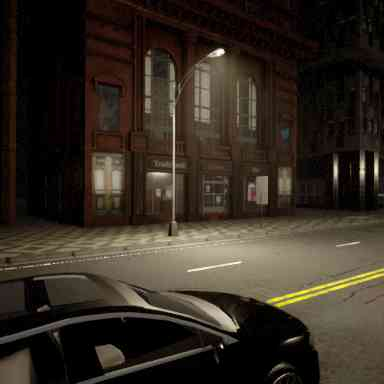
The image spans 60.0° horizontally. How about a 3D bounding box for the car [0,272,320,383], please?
[{"bbox_3d":[-0.922,1.492,2.782,4.902,1.511,2.128,0,0,-35],"label":"car"}]
